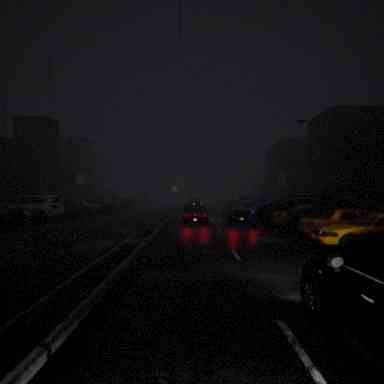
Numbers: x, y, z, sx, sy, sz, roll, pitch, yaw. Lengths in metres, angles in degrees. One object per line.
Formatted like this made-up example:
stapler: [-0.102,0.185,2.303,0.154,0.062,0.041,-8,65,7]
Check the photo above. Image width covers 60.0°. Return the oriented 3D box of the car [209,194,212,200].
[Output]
car: [7.848,1.737,87.724,5.366,1.575,1.946,0,0,0]

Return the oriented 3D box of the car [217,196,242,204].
car: [7.958,1.704,71.053,5.008,1.535,2.097,0,0,0]

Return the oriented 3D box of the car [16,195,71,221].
car: [-12.577,1.263,25.245,5.566,2.045,2.435,0,0,0]

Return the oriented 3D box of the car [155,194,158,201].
car: [-12.183,1.711,86.384,5.008,1.535,2.097,0,0,0]

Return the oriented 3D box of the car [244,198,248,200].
car: [7.806,1.583,32.569,4.674,1.452,2.002,0,0,0]

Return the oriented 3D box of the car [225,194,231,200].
car: [7.833,1.363,46.358,5.566,2.045,2.435,0,0,0]

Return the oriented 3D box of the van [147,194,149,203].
van: [-12.373,1.449,72.487,4.442,1.987,1.878,0,0,0]

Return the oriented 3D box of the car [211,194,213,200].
car: [8.019,1.773,84.966,4.674,1.452,2.002,0,0,0]

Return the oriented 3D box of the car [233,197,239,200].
car: [7.836,1.626,40.972,4.674,1.452,2.002,0,0,0]

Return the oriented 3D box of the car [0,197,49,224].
car: [-12.603,1.382,22.432,4.553,1.767,2.185,0,0,0]

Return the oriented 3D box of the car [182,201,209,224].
car: [0.234,1.635,25.251,1.895,1.301,4.718,0,0,0]

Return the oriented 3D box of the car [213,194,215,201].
car: [8.004,1.460,73.936,5.566,2.045,2.435,0,0,0]

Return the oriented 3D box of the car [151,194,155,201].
car: [-12.044,1.686,78.044,5.366,1.575,1.946,0,0,0]

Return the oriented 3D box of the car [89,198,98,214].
car: [-12.452,1.570,33.582,4.792,1.488,2.163,0,0,0]

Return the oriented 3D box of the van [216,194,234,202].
van: [8.127,1.501,82.210,4.442,1.987,1.878,0,0,0]

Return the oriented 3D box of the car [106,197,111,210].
car: [-12.465,1.592,39.140,4.792,1.488,2.163,0,0,0]

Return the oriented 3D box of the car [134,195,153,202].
car: [-12.233,1.577,83.603,4.553,1.767,2.185,0,0,0]

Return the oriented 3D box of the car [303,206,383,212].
car: [7.533,1.482,13.266,5.366,1.575,1.946,0,0,0]

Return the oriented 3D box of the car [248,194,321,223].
car: [7.752,1.269,27.056,5.566,2.045,2.435,0,0,0]

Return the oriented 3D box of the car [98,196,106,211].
car: [-12.644,1.548,36.363,5.366,1.575,1.946,0,0,0]

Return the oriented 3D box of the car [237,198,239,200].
car: [7.824,1.611,38.084,4.674,1.452,2.002,0,0,0]

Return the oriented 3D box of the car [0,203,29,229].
car: [-12.591,1.542,19.562,4.674,1.452,2.002,0,0,0]

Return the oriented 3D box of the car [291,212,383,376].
car: [3.125,1.350,4.565,2.097,1.767,4.553,0,0,0]

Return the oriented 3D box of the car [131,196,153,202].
car: [-12.210,1.696,80.824,5.008,1.535,2.097,0,0,0]

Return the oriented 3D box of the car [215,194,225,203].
car: [7.970,1.440,65.662,5.566,2.045,2.435,0,0,0]

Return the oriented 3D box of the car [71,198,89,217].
car: [-12.475,1.561,30.804,4.792,1.488,2.163,0,0,0]

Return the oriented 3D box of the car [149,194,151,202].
car: [-12.245,1.722,75.265,4.674,1.452,2.002,0,0,0]

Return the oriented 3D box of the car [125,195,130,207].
car: [-12.360,1.605,50.250,4.892,1.521,2.231,0,0,0]

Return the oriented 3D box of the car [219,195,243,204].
car: [7.983,1.572,68.297,4.553,1.767,2.185,0,0,0]

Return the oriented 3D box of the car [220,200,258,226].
car: [3.227,1.555,23.813,1.812,1.442,4.674,0,0,0]

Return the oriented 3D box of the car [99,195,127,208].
car: [-12.386,1.594,47.470,5.008,1.535,2.097,0,0,0]

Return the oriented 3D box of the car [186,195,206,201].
car: [0.303,1.463,41.765,2.097,1.767,4.553,0,0,0]

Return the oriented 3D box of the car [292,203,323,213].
car: [7.920,1.486,16.027,5.366,1.575,1.946,0,0,0]

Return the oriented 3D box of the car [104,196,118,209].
car: [-12.421,1.573,41.795,5.008,1.535,2.097,0,0,0]

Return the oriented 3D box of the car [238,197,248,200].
car: [7.810,1.557,35.327,5.008,1.535,2.097,0,0,0]

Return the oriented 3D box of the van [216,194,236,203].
van: [7.871,1.490,76.695,4.442,1.987,1.878,0,0,0]

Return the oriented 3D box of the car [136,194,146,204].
car: [-12.278,1.660,66.927,4.892,1.521,2.231,0,0,0]

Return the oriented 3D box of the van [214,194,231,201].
van: [8.161,1.521,90.482,4.442,1.987,1.878,0,0,0]

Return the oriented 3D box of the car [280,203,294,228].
car: [7.775,1.525,18.784,4.792,1.488,2.163,0,0,0]

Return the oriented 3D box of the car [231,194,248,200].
car: [7.818,1.475,43.600,4.553,1.767,2.185,0,0,0]

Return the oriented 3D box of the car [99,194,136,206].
car: [-12.324,1.363,53.030,5.566,2.045,2.435,0,0,0]
